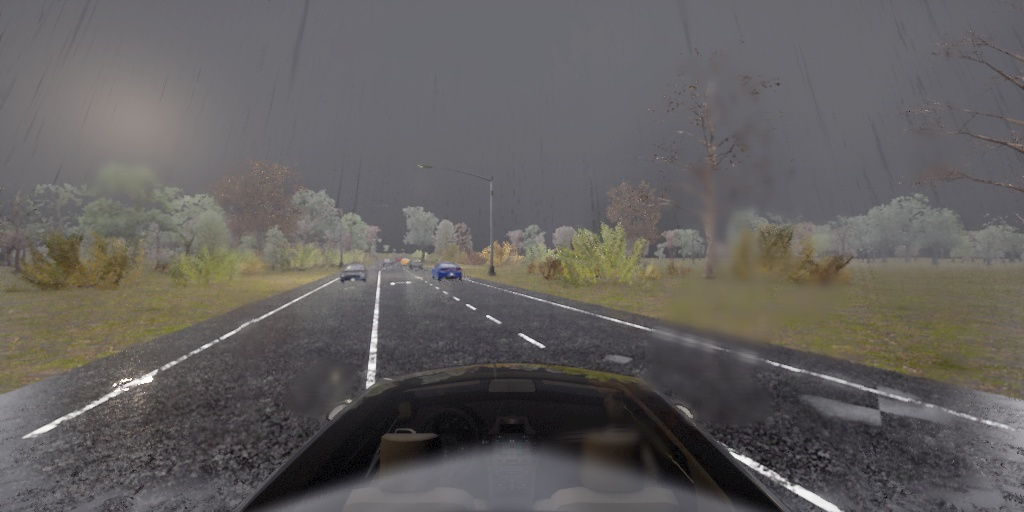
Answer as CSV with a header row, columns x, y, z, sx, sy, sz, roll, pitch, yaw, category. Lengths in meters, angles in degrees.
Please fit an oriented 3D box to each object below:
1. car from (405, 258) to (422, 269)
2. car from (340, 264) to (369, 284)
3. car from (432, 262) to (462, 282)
x,y,z,sx,sy,sz,roll,pitch,yaw,category
-15.401,1.309,57.018,2.128,1.511,4.902,0,0,-20,car
-12.390,1.341,28.387,2.033,1.411,5.357,0,0,-20,car
-5.520,1.271,29.965,1.882,1.535,5.008,0,0,-20,car
